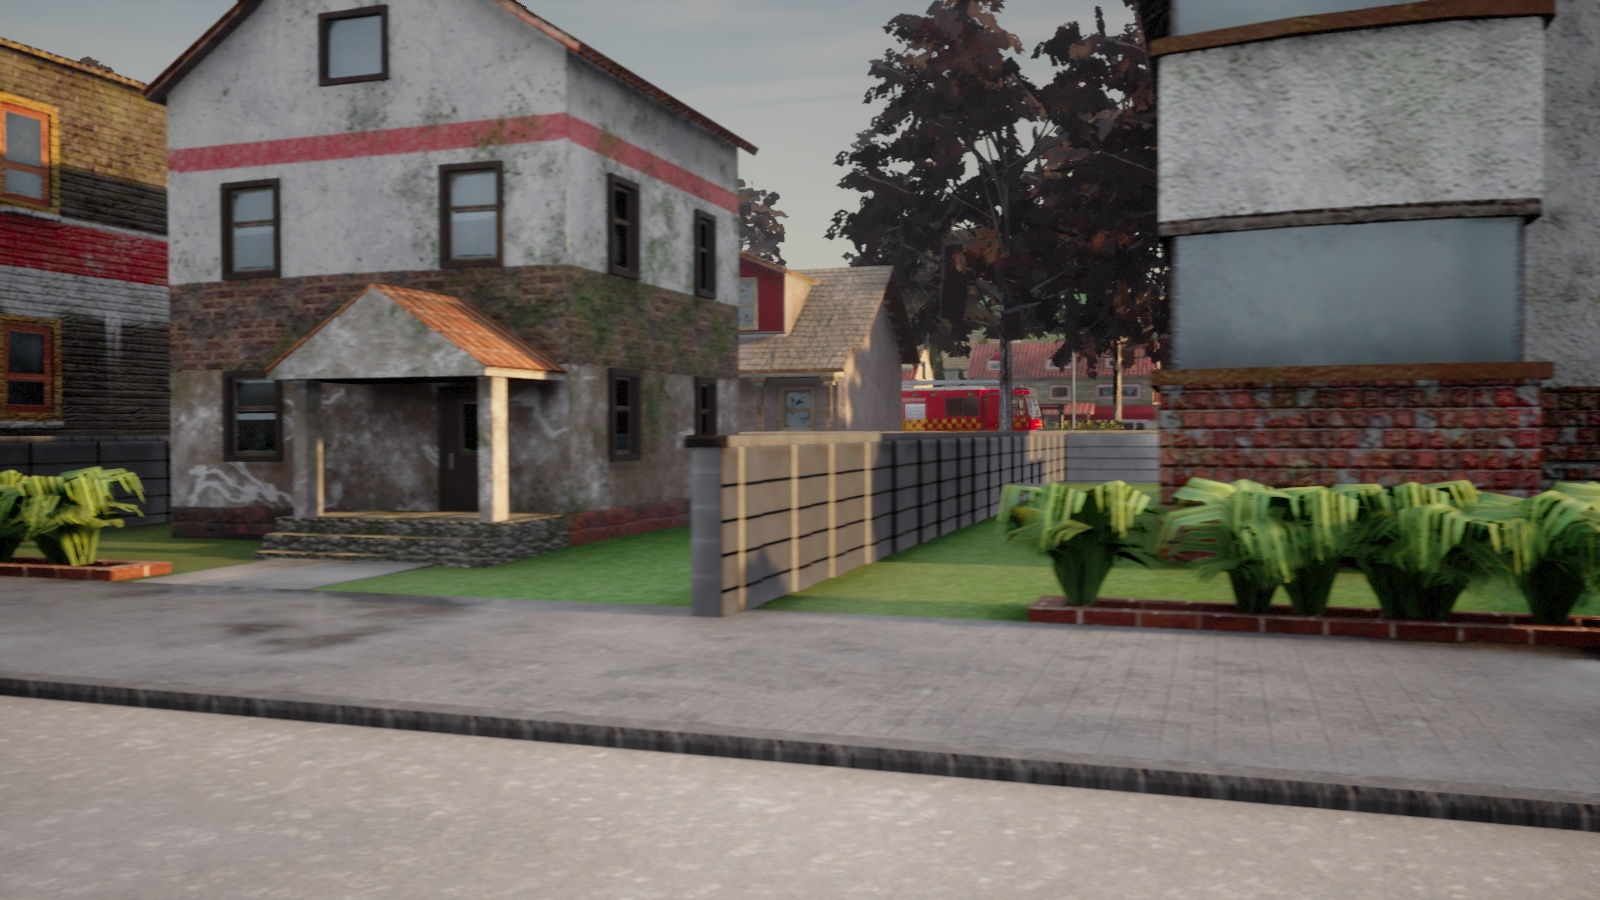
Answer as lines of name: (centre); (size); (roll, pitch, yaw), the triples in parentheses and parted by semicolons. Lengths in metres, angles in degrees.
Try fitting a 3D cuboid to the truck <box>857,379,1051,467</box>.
truck: (7.086, -1.237, 57.783); (8.468, 3.827, 2.891); (1, 1, 19)
